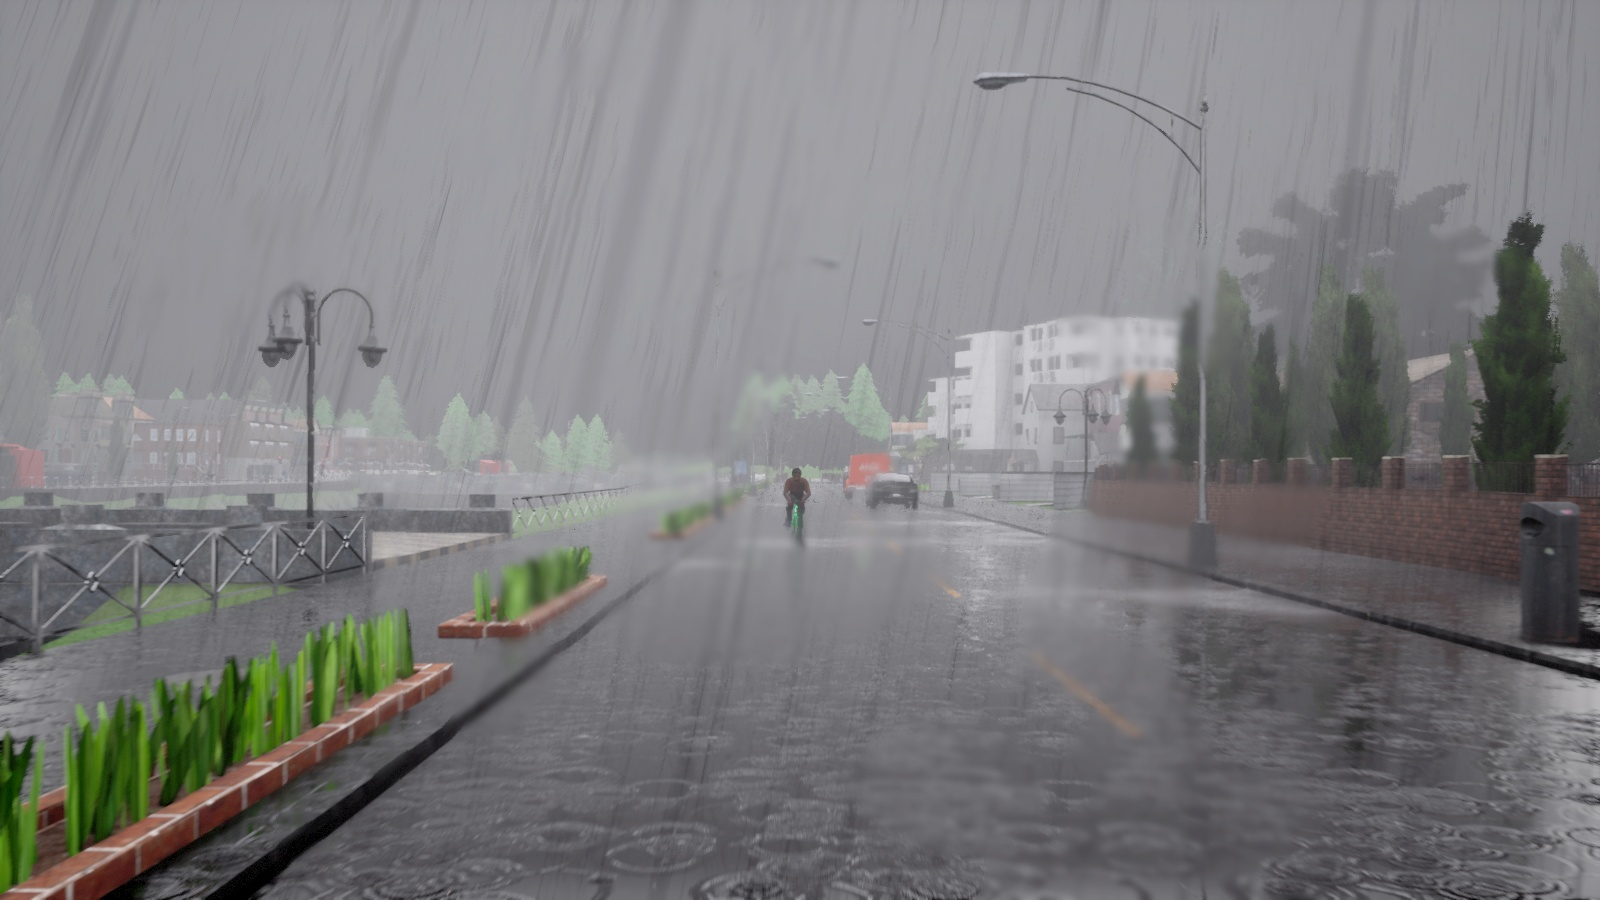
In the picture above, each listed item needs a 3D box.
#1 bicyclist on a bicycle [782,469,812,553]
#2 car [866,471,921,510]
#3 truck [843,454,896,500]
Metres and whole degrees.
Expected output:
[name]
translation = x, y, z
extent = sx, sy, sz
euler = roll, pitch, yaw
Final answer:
[bicyclist on a bicycle]
translation = -0.059, 1.187, 25.034
extent = 0.582, 1.620, 1.656
euler = 0, -1, 0
[car]
translation = 3.876, 1.660, 52.747
extent = 1.882, 1.535, 5.008
euler = 0, -1, 0
[truck]
translation = 3.833, 1.488, 70.196
extent = 2.627, 2.467, 5.204
euler = 0, -1, 0
